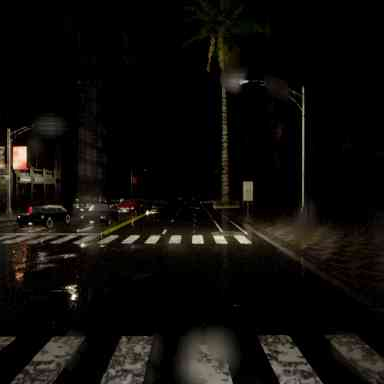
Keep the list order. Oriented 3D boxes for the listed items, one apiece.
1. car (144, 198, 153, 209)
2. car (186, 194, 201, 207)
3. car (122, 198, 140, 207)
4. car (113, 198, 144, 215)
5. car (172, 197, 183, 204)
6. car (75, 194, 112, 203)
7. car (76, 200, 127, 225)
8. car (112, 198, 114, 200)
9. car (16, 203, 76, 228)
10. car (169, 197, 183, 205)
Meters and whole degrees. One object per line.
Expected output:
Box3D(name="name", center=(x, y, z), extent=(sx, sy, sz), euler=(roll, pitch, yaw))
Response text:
Box3D(name="car", center=(-6.405, 1.527, 44.566), extent=(1.837, 1.490, 4.892), euler=(0, 0, 0))
Box3D(name="car", center=(0.217, 1.259, 53.431), extent=(2.150, 2.045, 5.566), euler=(0, 0, 0))
Box3D(name="car", center=(-9.590, 1.636, 52.283), extent=(1.895, 1.301, 4.718), euler=(0, 0, 1))
Box3D(name="car", center=(-6.453, 1.537, 34.136), extent=(1.812, 1.442, 4.674), euler=(0, 0, 0))
Box3D(name="car", center=(-2.885, 1.633, 67.682), extent=(1.994, 1.385, 4.181), euler=(0, 0, 0))
Box3D(name="car", center=(-9.715, 1.231, 32.133), extent=(2.150, 2.045, 5.566), euler=(0, 0, 0))
Box3D(name="car", center=(-6.500, 1.553, 24.179), extent=(2.033, 1.411, 5.357), euler=(0, 0, 0))
Box3D(name="car", center=(-9.667, 1.511, 42.154), extent=(2.128, 1.511, 4.902), euler=(0, 0, 1))
Box3D(name="car", center=(-9.771, 1.606, 22.376), extent=(1.895, 1.301, 4.718), euler=(0, 0, 1))
Box3D(name="car", center=(-2.926, 1.610, 57.724), extent=(1.994, 1.385, 4.181), euler=(0, 0, 1))
